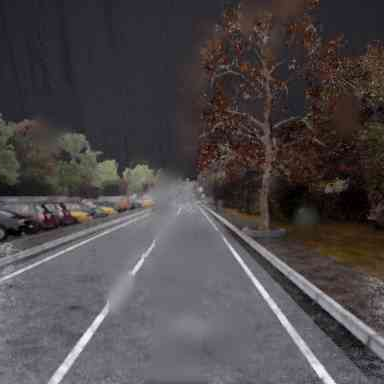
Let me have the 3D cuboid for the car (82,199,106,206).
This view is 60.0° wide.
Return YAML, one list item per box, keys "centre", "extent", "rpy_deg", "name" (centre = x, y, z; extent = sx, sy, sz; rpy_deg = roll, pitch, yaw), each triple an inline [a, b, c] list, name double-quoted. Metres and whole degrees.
- centre: [-23.534, 2.470, 79.977]
  extent: [5.008, 1.535, 2.097]
  rpy_deg: [0, -1, 0]
  name: "car"

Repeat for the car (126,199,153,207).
- centre: [-10.441, 2.198, 66.250]
  extent: [4.892, 1.521, 2.231]
  rpy_deg: [0, -1, 0]
  name: "car"

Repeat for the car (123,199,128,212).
- centre: [-10.356, 1.807, 38.503]
  extent: [4.792, 1.488, 2.163]
  rpy_deg: [0, -1, 0]
  name: "car"

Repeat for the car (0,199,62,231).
- centre: [-10.319, 1.435, 19.072]
  extent: [4.553, 1.767, 2.185]
  rpy_deg: [0, -1, 0]
  name: "car"

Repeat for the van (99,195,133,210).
- centre: [-10.511, 1.614, 44.057]
  extent: [4.442, 1.987, 1.878]
  rpy_deg: [0, -1, 0]
  name: "van"

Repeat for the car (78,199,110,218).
- centre: [-10.376, 1.686, 30.175]
  extent: [4.892, 1.521, 2.231]
  rpy_deg: [0, -1, 0]
  name: "car"

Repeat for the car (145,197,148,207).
- centre: [-10.600, 1.981, 55.150]
  extent: [5.366, 1.575, 1.946]
  rpy_deg: [0, -1, 0]
  name: "car"

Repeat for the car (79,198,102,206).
- centre: [-23.565, 2.289, 77.208]
  extent: [4.553, 1.767, 2.185]
  rpy_deg: [0, -1, 0]
  name: "car"

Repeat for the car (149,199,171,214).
- centre: [-3.468, 1.848, 38.798]
  extent: [1.994, 1.385, 4.181]
  rpy_deg: [0, -1, 0]
  name: "car"

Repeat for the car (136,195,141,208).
- centre: [-10.436, 1.779, 49.606]
  extent: [4.553, 1.767, 2.185]
  rpy_deg: [0, -1, 0]
  name: "car"

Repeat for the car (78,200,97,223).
- centre: [-10.175, 1.620, 24.623]
  extent: [5.366, 1.575, 1.946]
  rpy_deg: [0, -1, 0]
  name: "car"

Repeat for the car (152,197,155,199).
- centre: [-10.244, 2.138, 63.476]
  extent: [5.366, 1.575, 1.946]
  rpy_deg: [0, -1, 0]
  name: "car"

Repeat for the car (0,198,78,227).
- centre: [-10.324, 1.466, 21.848]
  extent: [4.553, 1.767, 2.185]
  rpy_deg: [0, -1, 0]
  name: "car"

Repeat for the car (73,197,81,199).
- centre: [-23.476, 2.117, 60.714]
  extent: [4.792, 1.488, 2.163]
  rpy_deg: [0, -1, 0]
  name: "car"

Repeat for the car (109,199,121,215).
- centre: [-10.189, 1.713, 32.951]
  extent: [5.366, 1.575, 1.946]
  rpy_deg: [0, -1, 0]
  name: "car"

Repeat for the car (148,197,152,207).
- centre: [-10.234, 2.028, 57.803]
  extent: [5.366, 1.575, 1.946]
  rpy_deg: [0, -1, 0]
  name: "car"

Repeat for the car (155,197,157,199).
- centre: [-10.625, 2.249, 69.026]
  extent: [5.366, 1.575, 1.946]
  rpy_deg: [0, -1, 0]
  name: "car"

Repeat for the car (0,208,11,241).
- centre: [-10.343, 1.539, 13.518]
  extent: [4.674, 1.452, 2.002]
  rpy_deg: [0, -1, 0]
  name: "car"

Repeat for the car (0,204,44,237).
- centre: [-10.340, 1.530, 16.295]
  extent: [5.008, 1.535, 2.097]
  rpy_deg: [0, -1, 0]
  name: "car"

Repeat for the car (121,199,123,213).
- centre: [-10.351, 1.776, 35.727]
  extent: [4.792, 1.488, 2.163]
  rpy_deg: [0, -1, 0]
  name: "car"

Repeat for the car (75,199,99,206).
- centre: [-23.500, 2.392, 74.560]
  extent: [4.792, 1.488, 2.163]
  rpy_deg: [0, -1, 0]
  name: "car"

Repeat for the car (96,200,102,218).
- centre: [-10.359, 1.655, 27.399]
  extent: [4.892, 1.521, 2.231]
  rpy_deg: [0, -1, 0]
  name: "car"

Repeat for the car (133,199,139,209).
- centre: [-10.429, 1.900, 46.831]
  extent: [4.792, 1.488, 2.163]
  rpy_deg: [0, -1, 0]
  name: "car"

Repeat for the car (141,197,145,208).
- centre: [-10.404, 1.942, 52.384]
  extent: [4.892, 1.521, 2.231]
  rpy_deg: [0, -1, 0]
  name: "car"

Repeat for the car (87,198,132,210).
- centre: [-10.361, 1.838, 41.279]
  extent: [4.792, 1.488, 2.163]
  rpy_deg: [0, -1, 0]
  name: "car"

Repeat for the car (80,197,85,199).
- centre: [-23.538, 1.891, 63.488]
  extent: [5.566, 2.045, 2.435]
  rpy_deg: [0, -1, 0]
  name: "car"

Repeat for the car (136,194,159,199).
- centre: [-10.473, 2.056, 71.807]
  extent: [5.566, 2.045, 2.435]
  rpy_deg: [0, -1, 0]
  name: "car"

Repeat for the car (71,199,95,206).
- centre: [-23.521, 2.347, 71.791]
  extent: [4.674, 1.452, 2.002]
  rpy_deg: [0, -1, 0]
  name: "car"
